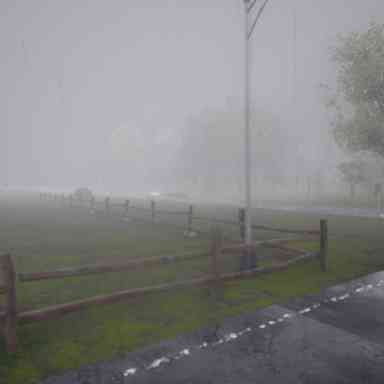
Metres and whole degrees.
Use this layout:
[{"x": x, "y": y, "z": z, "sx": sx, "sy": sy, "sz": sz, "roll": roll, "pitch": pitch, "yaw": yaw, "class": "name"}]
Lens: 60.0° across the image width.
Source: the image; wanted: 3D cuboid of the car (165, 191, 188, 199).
[{"x": -2.597, "y": 0.433, "z": 54.853, "sx": 1.895, "sy": 1.301, "sz": 4.718, "roll": -1, "pitch": 2, "yaw": -33, "class": "car"}]

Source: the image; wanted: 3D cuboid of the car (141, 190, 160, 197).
[{"x": -7.977, "y": 0.269, "z": 63.024, "sx": 1.895, "sy": 1.301, "sz": 4.718, "roll": -1, "pitch": 2, "yaw": -33, "class": "car"}]
